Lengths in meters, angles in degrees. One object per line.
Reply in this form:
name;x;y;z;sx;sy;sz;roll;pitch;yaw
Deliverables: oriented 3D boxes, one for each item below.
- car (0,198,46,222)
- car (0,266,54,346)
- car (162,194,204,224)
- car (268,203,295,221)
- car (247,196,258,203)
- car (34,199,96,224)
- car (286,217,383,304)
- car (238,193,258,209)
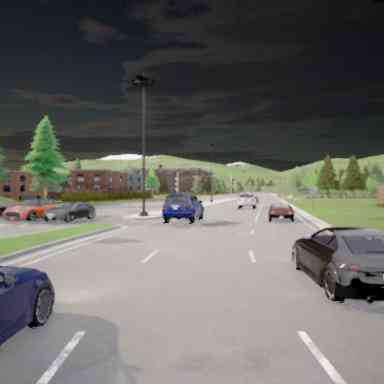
car;-12.331;1.311;25.901;2.097;1.767;4.553;0;0;13
car;-3.367;1.520;4.007;1.812;1.442;4.674;0;0;0
car;-0.550;1.174;24.600;2.150;2.045;5.566;0;0;12
car;7.028;1.543;26.537;1.895;1.301;4.718;0;0;12
car;11.656;1.429;63.811;1.994;1.385;4.181;0;0;13
car;-9.001;1.450;24.768;2.128;1.511;4.902;0;0;13
car;3.831;1.545;8.154;1.994;1.385;4.181;0;0;4
car;7.275;1.132;43.752;2.150;2.045;5.566;0;0;13
